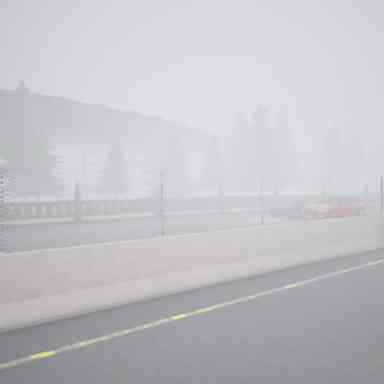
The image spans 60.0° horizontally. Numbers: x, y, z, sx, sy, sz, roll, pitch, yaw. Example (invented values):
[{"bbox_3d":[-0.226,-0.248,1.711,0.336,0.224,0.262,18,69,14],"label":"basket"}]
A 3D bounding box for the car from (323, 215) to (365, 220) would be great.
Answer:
[{"bbox_3d":[9.665,1.048,22.785,4.553,1.767,2.097,-1,1,-29],"label":"car"}]
